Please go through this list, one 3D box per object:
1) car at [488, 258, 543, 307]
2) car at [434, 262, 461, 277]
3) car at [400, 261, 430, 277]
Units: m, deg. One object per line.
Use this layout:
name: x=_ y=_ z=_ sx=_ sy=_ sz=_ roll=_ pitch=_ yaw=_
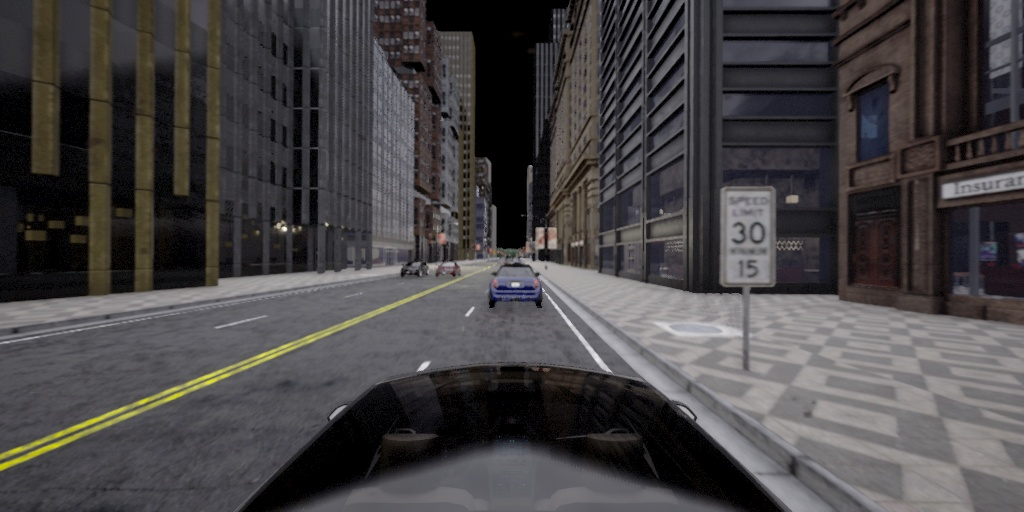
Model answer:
car: x=0.162 y=1.112 z=15.659 sx=2.097 sy=1.767 sz=4.553 roll=0 pitch=0 yaw=1
car: x=-6.094 y=1.263 z=34.716 sx=1.812 sy=1.442 sz=4.674 roll=0 pitch=0 yaw=1
car: x=-9.343 y=1.239 z=34.777 sx=1.837 sy=1.490 sz=4.892 roll=0 pitch=0 yaw=1
